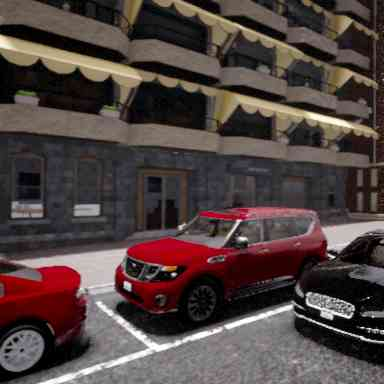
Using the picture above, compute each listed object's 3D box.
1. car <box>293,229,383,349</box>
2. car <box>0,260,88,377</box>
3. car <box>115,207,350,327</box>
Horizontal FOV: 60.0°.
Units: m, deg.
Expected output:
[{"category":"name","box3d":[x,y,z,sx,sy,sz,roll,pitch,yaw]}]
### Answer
[{"category":"car","box3d":[3.902,1.488,6.139,4.892,1.490,1.837,0,0,-35]},{"category":"car","box3d":[-3.597,1.547,3.981,4.507,1.381,1.887,0,1,-35]},{"category":"car","box3d":[0.937,1.303,7.211,5.009,1.841,2.192,0,1,-35]}]
